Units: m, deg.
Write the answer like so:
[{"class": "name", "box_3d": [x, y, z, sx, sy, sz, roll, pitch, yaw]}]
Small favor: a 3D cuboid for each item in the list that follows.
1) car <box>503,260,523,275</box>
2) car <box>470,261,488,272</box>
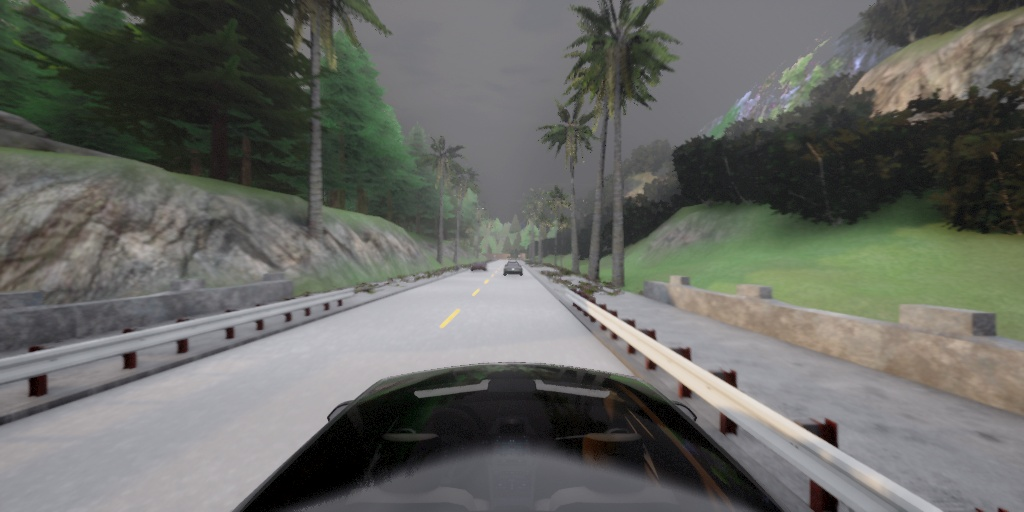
[{"class": "car", "box_3d": [0.116, 1.298, 37.984, 1.994, 1.385, 4.181, 0, 0, 0]}, {"class": "car", "box_3d": [-4.046, 1.333, 44.820, 1.895, 1.301, 4.718, 0, 0, 0]}]
